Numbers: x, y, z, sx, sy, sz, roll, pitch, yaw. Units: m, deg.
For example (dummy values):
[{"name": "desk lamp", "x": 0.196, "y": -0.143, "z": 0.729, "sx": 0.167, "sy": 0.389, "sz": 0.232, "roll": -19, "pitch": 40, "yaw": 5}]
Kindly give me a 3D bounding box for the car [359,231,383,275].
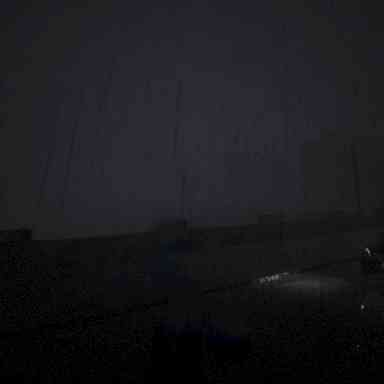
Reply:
[{"name": "car", "x": 6.578, "y": 1.511, "z": 9.236, "sx": 4.674, "sy": 1.442, "sz": 1.812, "roll": 0, "pitch": 0, "yaw": -35}]
